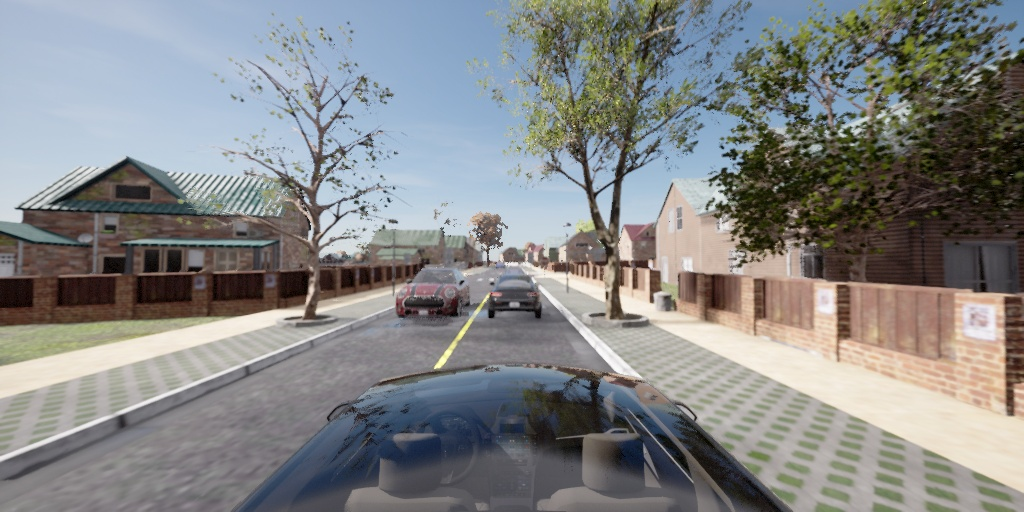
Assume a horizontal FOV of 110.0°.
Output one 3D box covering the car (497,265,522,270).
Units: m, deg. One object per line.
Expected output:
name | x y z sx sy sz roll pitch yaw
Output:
car | 0.146 1.611 27.519 2.033 1.411 5.357 0 -1 0

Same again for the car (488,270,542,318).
car | 0.111 1.421 13.611 1.812 1.442 4.674 0 -1 1

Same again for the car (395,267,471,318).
car | -2.817 1.247 13.685 2.097 1.767 4.553 0 -1 0
